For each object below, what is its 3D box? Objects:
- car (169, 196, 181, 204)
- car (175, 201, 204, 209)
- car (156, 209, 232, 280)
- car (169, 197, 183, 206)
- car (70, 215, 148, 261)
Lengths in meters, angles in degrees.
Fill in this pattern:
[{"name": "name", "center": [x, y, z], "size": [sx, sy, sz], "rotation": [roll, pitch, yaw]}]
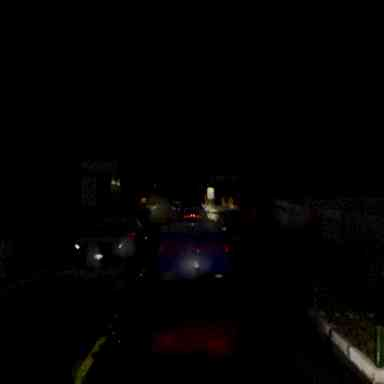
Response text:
[{"name": "car", "center": [-4.153, 1.926, 79.259], "size": [2.097, 1.767, 4.553], "rotation": [0, -1, -12]}, {"name": "car", "center": [0.033, 1.586, 21.204], "size": [1.837, 1.490, 4.892], "rotation": [0, 0, 0]}, {"name": "car", "center": [0.067, 1.508, 10.065], "size": [1.882, 1.535, 5.008], "rotation": [0, 0, 0]}, {"name": "car", "center": [-2.821, 1.957, 64.071], "size": [2.128, 1.511, 4.902], "rotation": [0, -1, 0]}, {"name": "car", "center": [-2.843, 1.588, 12.743], "size": [2.033, 1.411, 5.357], "rotation": [0, 0, 0]}]
